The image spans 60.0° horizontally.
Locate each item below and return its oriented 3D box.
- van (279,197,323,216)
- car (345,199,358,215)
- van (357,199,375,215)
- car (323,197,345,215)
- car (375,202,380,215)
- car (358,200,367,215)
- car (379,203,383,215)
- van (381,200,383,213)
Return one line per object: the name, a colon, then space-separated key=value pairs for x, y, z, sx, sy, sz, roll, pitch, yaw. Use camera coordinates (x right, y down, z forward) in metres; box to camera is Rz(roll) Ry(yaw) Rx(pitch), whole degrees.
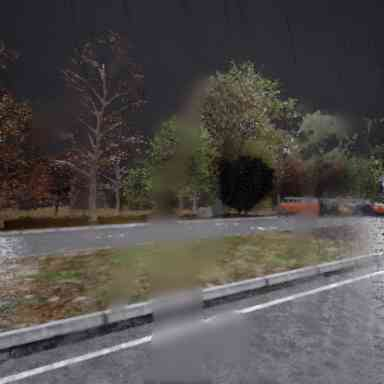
van: x=11.763 y=1.572 z=36.981 sx=1.878 sy=1.987 sz=4.442 roll=2 pitch=-1 yaw=-36
car: x=16.532 y=1.952 z=40.029 sx=1.946 sy=1.575 sz=5.366 roll=2 pitch=-1 yaw=-36
van: x=20.860 y=1.904 z=43.504 sx=1.878 sy=1.987 sz=4.442 roll=2 pitch=-1 yaw=-36
car: x=14.165 y=1.622 z=38.593 sx=2.435 sy=2.045 sz=5.566 roll=2 pitch=-1 yaw=-36
car: x=23.193 y=2.092 z=44.995 sx=2.185 sy=1.767 sz=4.553 roll=2 pitch=-1 yaw=-36
car: x=18.675 y=2.043 z=41.786 sx=2.231 sy=1.521 sz=4.892 roll=2 pitch=-1 yaw=-36
car: x=17.225 y=1.727 z=24.429 sx=1.946 sy=1.575 sz=5.366 roll=2 pitch=-1 yaw=-36
van: x=32.110 y=2.346 z=51.573 sx=1.878 sy=1.987 sz=4.442 roll=2 pitch=-1 yaw=-36
